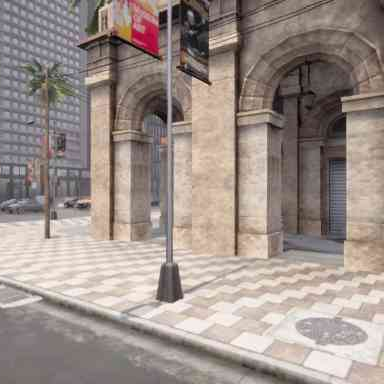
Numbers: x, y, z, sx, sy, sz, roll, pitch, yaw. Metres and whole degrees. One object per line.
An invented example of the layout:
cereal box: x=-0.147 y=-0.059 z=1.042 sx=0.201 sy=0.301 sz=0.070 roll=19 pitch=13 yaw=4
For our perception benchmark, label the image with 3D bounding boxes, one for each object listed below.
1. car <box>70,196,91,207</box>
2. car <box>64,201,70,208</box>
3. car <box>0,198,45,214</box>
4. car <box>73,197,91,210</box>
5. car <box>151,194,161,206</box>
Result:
car: x=-13.977 y=1.352 z=46.317 sx=2.097 sy=1.767 sz=4.553 roll=0 pitch=0 yaw=35
car: x=-16.256 y=1.513 z=48.449 sx=2.161 sy=1.482 sz=4.786 roll=0 pitch=0 yaw=35
car: x=-17.474 y=1.564 z=35.411 sx=1.994 sy=1.385 sz=4.181 roll=0 pitch=0 yaw=36
car: x=-12.345 y=1.601 z=42.589 sx=1.895 sy=1.301 sz=4.718 roll=0 pitch=0 yaw=35
car: x=-6.433 y=1.505 z=50.840 sx=1.837 sy=1.490 sz=4.892 roll=0 pitch=0 yaw=36
